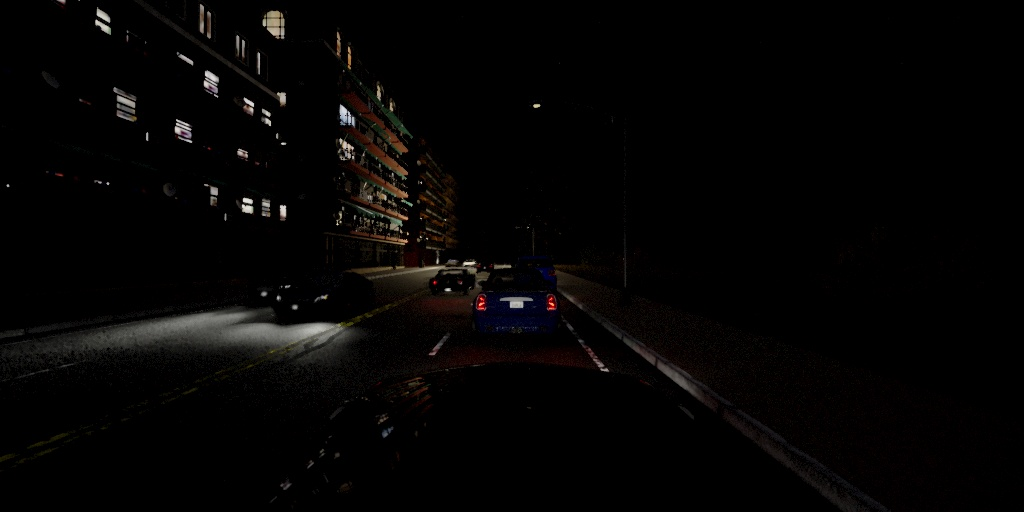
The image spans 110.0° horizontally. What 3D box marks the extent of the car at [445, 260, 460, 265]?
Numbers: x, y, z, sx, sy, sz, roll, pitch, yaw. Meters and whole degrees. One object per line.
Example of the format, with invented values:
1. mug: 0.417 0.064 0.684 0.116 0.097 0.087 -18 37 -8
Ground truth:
1. car: -9.801 1.296 59.554 2.033 1.411 5.357 0 0 0

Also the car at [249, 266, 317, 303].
1. car: -9.844 1.243 16.690 2.128 1.511 4.902 0 0 0

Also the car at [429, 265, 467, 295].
1. car: -3.143 1.352 19.872 1.895 1.301 4.718 0 0 0

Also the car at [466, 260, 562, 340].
1. car: 0.101 1.103 10.100 2.097 1.767 4.553 0 0 0

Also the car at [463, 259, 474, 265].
1. car: -6.563 1.275 56.336 1.812 1.442 4.674 0 0 0

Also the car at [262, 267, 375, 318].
1. car: -6.595 1.277 13.220 1.812 1.442 4.674 0 0 0

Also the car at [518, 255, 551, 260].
1. car: 1.144 0.977 19.674 2.150 2.045 5.566 0 0 0
